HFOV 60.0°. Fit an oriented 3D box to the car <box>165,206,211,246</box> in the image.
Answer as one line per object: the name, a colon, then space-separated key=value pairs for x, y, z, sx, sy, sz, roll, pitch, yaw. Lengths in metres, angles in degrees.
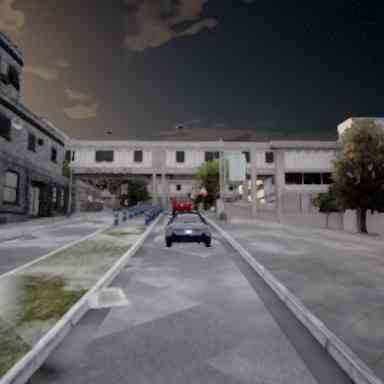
car: x=-0.206 y=1.590 z=15.554 sx=1.994 sy=1.385 sz=4.181 roll=0 pitch=0 yaw=-2

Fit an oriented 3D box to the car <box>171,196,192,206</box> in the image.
car: x=-1.197 y=1.549 z=38.737 sx=2.150 sy=2.045 sz=5.566 roll=0 pitch=-2 yaw=-3
